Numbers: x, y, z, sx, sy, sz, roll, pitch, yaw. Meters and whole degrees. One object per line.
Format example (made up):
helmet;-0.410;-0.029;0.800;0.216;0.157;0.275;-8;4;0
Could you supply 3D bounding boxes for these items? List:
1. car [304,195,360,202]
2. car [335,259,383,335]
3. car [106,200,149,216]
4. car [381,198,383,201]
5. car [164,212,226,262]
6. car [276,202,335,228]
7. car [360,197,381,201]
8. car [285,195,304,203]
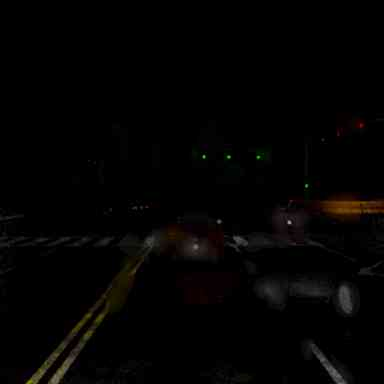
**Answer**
car;15.768;1.385;37.628;5.008;1.535;1.882;0;0;-2
car;3.594;1.494;4.341;1.837;1.490;4.892;0;0;0
car;-6.301;1.469;32.272;2.033;1.411;5.357;0;0;-42
car;24.287;1.437;44.883;5.357;1.411;2.033;0;0;-2
car;0.082;1.448;12.021;1.882;1.535;5.008;0;0;0
car;7.483;1.548;21.627;4.718;1.301;1.895;0;0;-45
car;20.238;1.500;41.265;4.718;1.301;1.895;0;0;-2
car;14.818;1.243;44.597;4.553;1.767;2.097;0;0;-2
